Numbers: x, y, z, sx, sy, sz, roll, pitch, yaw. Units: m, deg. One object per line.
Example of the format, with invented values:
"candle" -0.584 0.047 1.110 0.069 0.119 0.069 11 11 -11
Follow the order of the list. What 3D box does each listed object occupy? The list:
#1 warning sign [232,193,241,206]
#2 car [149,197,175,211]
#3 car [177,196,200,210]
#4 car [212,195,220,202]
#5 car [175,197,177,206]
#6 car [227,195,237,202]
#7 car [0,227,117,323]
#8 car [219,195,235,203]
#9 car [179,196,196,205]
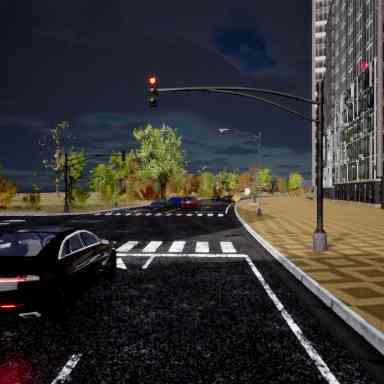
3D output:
"warning sign" 6.482 1.123 48.260 1.300 1.860 1.060 0 0 8
"car" -3.909 1.548 41.487 2.033 1.411 5.357 0 0 7
"car" -0.178 1.354 43.605 2.097 1.767 4.553 0 0 7
"car" 5.894 1.496 78.573 1.882 1.535 5.008 0 0 13
"car" -2.504 1.481 51.705 1.882 1.535 5.008 0 0 9
"car" 9.658 1.500 80.412 1.882 1.535 5.008 0 0 14
"car" -2.989 1.491 7.163 2.128 1.511 4.902 0 0 1
"car" 7.521 1.494 70.155 1.882 1.535 5.008 0 0 12
"car" -0.761 1.555 62.214 2.033 1.411 5.357 0 0 11
